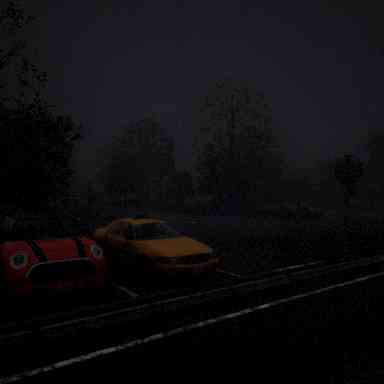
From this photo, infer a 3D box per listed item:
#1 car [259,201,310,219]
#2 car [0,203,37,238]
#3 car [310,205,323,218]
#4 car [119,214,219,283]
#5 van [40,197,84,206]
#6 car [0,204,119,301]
[{"bbox_3d":[8.724,1.844,32.709,2.002,1.452,4.674,2,-1,-36],"label":"car"},{"bbox_3d":[-10.526,1.475,19.081,1.946,1.575,5.366,0,0,-36],"label":"car"},{"bbox_3d":[11.271,1.746,34.603,2.185,1.767,4.553,1,-1,-36],"label":"car"},{"bbox_3d":[-1.390,1.484,10.089,1.946,1.575,5.366,0,0,-36],"label":"car"},{"bbox_3d":[-8.083,1.266,20.472,1.878,1.987,4.442,0,0,-36],"label":"van"},{"bbox_3d":[-3.881,1.347,8.557,2.185,1.767,4.553,0,0,-36],"label":"car"}]
